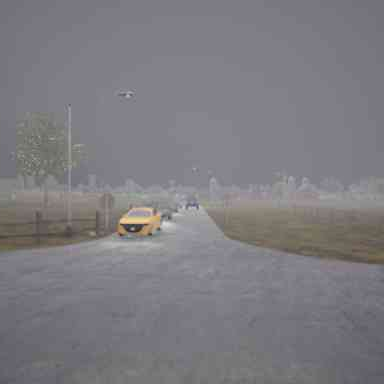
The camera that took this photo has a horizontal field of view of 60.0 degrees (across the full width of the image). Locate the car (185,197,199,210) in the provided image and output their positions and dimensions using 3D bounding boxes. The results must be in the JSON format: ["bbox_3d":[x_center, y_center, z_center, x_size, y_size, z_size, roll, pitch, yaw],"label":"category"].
[{"bbox_3d":[0.016,1.818,54.300,2.150,2.045,5.566,0,-1,0],"label":"car"}]

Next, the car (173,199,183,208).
[{"bbox_3d":[-2.733,2.066,58.887,2.097,1.767,4.553,0,-1,0],"label":"car"}]

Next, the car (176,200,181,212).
[{"bbox_3d":[-2.819,2.029,43.069,1.994,1.385,4.181,0,-1,1],"label":"car"}]

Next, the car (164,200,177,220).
[{"bbox_3d":[-2.838,1.834,32.046,2.128,1.511,4.902,0,-1,0],"label":"car"}]

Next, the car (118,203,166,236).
[{"bbox_3d":[-2.998,1.690,19.945,1.882,1.535,5.008,0,-1,3],"label":"car"}]
